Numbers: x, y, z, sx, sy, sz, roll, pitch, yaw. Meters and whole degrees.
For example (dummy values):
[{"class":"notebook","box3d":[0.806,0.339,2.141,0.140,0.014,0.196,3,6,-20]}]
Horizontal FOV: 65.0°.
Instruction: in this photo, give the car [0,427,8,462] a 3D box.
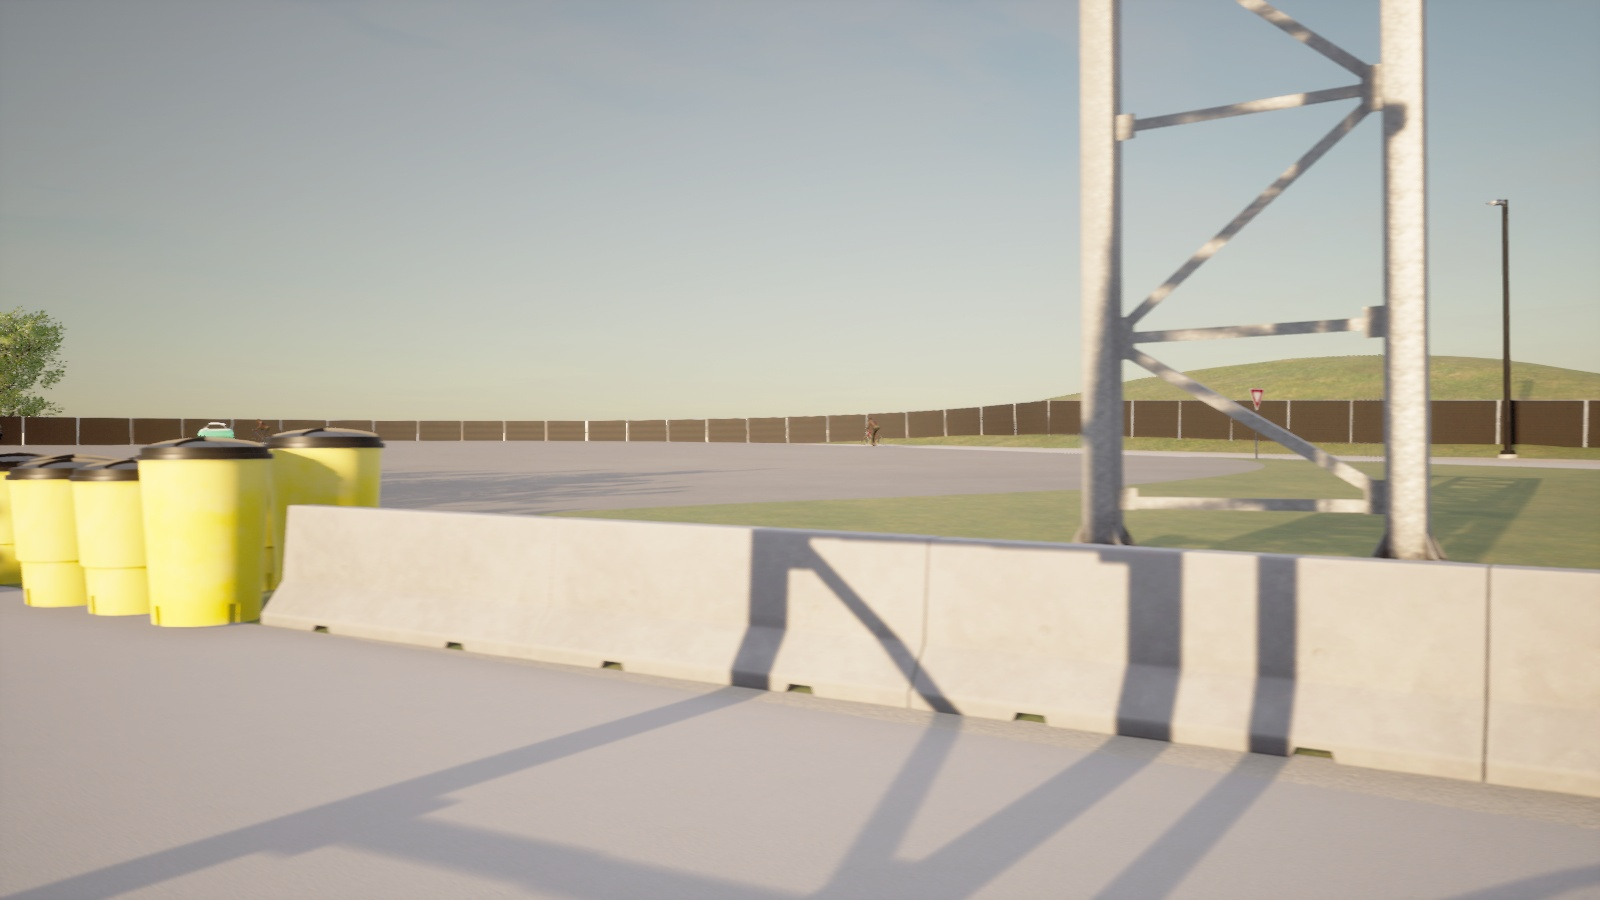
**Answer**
[{"class":"car","box3d":[-49.706,-0.221,73.180,5.566,2.045,2.150,-3,1,-44]}]

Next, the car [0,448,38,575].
[{"class":"car","box3d":[-10.905,0.745,13.035,4.718,1.301,1.895,-2,3,-14]}]

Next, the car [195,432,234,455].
[{"class":"car","box3d":[-37.905,-0.400,81.360,2.207,1.376,1.481,-2,0,-23]}]
